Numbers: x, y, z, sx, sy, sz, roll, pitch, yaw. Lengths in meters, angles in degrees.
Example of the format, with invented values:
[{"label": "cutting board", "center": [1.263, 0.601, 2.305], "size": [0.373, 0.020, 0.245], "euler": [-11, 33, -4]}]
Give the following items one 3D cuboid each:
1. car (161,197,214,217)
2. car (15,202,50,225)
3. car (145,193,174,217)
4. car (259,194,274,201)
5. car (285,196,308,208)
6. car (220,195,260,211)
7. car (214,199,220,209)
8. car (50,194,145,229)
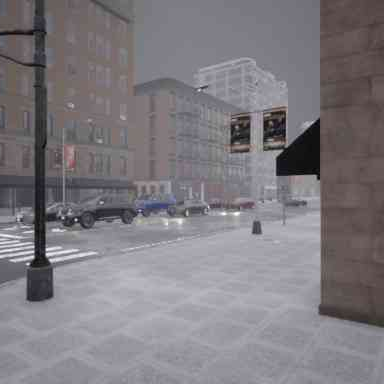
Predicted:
[{"label": "car", "center": [-0.280, 1.402, 29.962], "size": [1.837, 1.490, 4.892], "euler": [0, 0, 35]}, {"label": "car", "center": [-9.398, 1.442, 22.714], "size": [2.128, 1.511, 4.902], "euler": [0, 0, 35]}, {"label": "car", "center": [-3.702, 1.131, 30.750], "size": [2.150, 2.045, 5.566], "euler": [0, 0, 35]}, {"label": "car", "center": [11.164, 0.932, 51.559], "size": [1.882, 1.535, 5.008], "euler": [0, 0, 35]}, {"label": "car", "center": [13.794, 1.285, 43.854], "size": [1.882, 1.535, 5.008], "euler": [0, 0, 35]}, {"label": "car", "center": [5.565, 1.332, 38.191], "size": [1.882, 1.535, 5.008], "euler": [0, 0, 35]}, {"label": "car", "center": [2.076, 1.468, 38.895], "size": [1.895, 1.301, 4.718], "euler": [0, 0, 35]}, {"label": "car", "center": [-6.014, 1.161, 21.868], "size": [2.150, 2.045, 5.566], "euler": [0, 0, 35]}]
